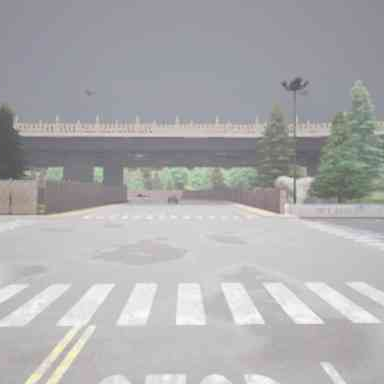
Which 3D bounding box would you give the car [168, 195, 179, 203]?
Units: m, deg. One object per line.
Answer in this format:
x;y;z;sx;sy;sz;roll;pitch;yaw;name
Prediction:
-3.505;1.347;62.873;2.128;1.511;4.902;0;1;-2;car

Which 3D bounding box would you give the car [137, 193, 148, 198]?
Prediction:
-12.779;1.053;86.700;1.882;1.535;5.008;0;0;-45;car
